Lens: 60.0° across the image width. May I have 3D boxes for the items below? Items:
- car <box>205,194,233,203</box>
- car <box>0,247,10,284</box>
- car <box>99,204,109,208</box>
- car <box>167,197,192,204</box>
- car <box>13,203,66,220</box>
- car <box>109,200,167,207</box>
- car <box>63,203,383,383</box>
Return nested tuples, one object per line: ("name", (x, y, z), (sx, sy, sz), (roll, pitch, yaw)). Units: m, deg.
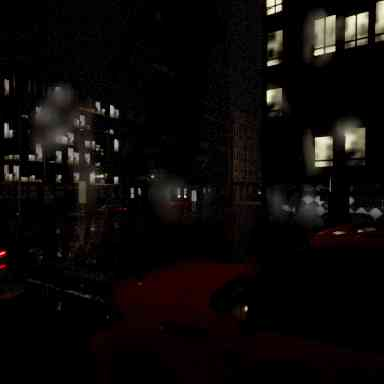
("car", (4.321, 1.406, 51.689), (2.150, 2.045, 5.566), (1, 0, 37))
("car", (-6.238, 1.522, 8.109), (4.674, 1.442, 1.812), (0, 0, 35))
("car", (-7.788, 1.619, 35.462), (1.812, 1.442, 4.674), (1, 0, 37))
("car", (-1.913, 1.490, 43.357), (2.097, 1.767, 4.553), (1, 0, 37))
("car", (-12.930, 1.617, 28.526), (1.994, 1.385, 4.181), (1, 0, 37))
("car", (-5.268, 1.666, 33.476), (2.033, 1.411, 5.357), (1, 0, 37))
("car", (1.668, 1.221, 2.496), (5.566, 2.045, 2.150), (0, 0, 35))
